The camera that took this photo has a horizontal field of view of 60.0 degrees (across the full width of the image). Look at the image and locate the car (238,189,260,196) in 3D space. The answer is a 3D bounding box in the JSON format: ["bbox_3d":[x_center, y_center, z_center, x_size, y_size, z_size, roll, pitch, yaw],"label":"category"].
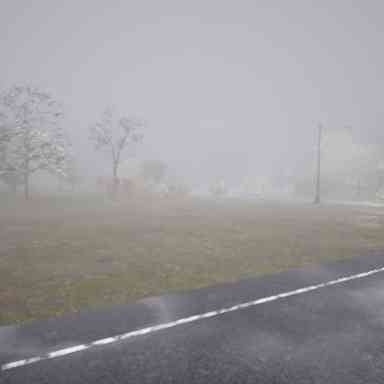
[{"bbox_3d":[11.539,0.141,67.530,1.895,1.301,4.718,1,1,-35],"label":"car"}]

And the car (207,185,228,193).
[{"bbox_3d":[5.844,-0.621,75.739,2.150,2.045,5.566,1,1,-35],"label":"car"}]
